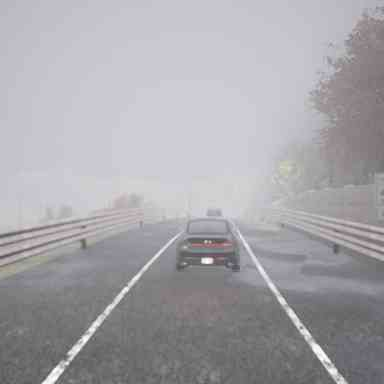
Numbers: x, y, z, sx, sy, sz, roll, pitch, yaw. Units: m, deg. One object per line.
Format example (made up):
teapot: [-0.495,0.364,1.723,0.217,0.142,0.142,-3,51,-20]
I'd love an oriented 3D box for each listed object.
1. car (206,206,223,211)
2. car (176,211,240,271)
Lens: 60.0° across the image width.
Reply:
car: [2.727,2.481,40.341,1.882,1.535,5.008,0,-3,5]
car: [0.547,1.594,11.216,1.837,1.490,4.892,0,0,3]
